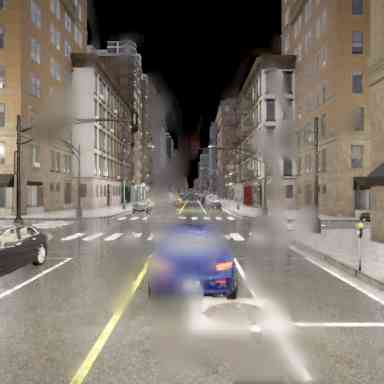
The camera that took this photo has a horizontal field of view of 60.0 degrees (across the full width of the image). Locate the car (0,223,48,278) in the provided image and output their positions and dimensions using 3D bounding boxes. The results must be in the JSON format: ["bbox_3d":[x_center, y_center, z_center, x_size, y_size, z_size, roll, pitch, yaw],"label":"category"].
[{"bbox_3d":[-5.370,1.550,8.842,2.008,1.369,4.403,0,0,0],"label":"car"}]

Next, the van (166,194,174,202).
[{"bbox_3d":[-5.282,1.332,78.967,1.690,1.788,3.998,0,0,0],"label":"van"}]

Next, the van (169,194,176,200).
[{"bbox_3d":[-5.272,1.331,89.779,1.690,1.788,3.998,0,0,0],"label":"van"}]

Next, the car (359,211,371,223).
[{"bbox_3d":[15.113,1.636,24.042,5.357,1.411,2.033,0,0,0],"label":"car"}]

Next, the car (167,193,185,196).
[{"bbox_3d":[-2.695,1.471,56.579,1.882,1.535,5.008,0,0,1],"label":"car"}]

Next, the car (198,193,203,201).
[{"bbox_3d":[2.763,1.307,62.735,2.192,1.841,5.009,0,0,0],"label":"car"}]

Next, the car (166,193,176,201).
[{"bbox_3d":[-5.277,1.305,84.373,2.192,1.841,5.009,0,0,0],"label":"car"}]

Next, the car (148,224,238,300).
[{"bbox_3d":[0.034,1.526,8.284,1.812,1.442,4.674,0,0,1],"label":"car"}]

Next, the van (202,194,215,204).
[{"bbox_3d":[2.728,1.335,46.516,1.690,1.788,3.998,0,0,0],"label":"van"}]

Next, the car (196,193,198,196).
[{"bbox_3d":[2.831,1.534,95.172,1.887,1.381,4.507,0,0,0],"label":"car"}]

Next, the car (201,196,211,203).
[{"bbox_3d":[2.774,1.558,68.141,1.947,1.339,4.313,0,0,0],"label":"car"}]

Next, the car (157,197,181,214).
[{"bbox_3d":[-2.748,1.543,36.167,2.033,1.411,5.357,0,0,4],"label":"car"}]

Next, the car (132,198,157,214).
[{"bbox_3d":[-5.323,1.547,35.717,2.008,1.369,4.403,0,0,0],"label":"car"}]

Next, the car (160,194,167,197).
[{"bbox_3d":[-5.302,1.433,57.342,1.967,1.590,4.097,0,0,0],"label":"car"}]

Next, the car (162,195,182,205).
[{"bbox_3d":[-2.719,1.520,46.338,1.812,1.442,4.674,0,0,1],"label":"car"}]

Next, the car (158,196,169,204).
[{"bbox_3d":[-5.298,1.518,62.578,1.752,1.417,4.829,0,0,0],"label":"car"}]

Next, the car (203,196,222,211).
[{"bbox_3d":[2.717,1.546,41.110,2.008,1.369,4.403,0,0,0],"label":"car"}]
